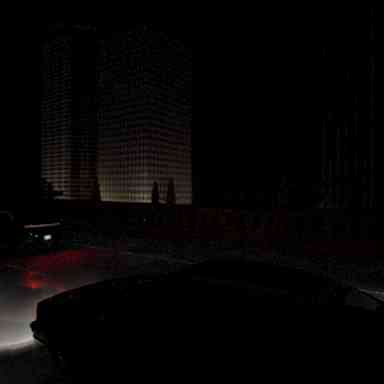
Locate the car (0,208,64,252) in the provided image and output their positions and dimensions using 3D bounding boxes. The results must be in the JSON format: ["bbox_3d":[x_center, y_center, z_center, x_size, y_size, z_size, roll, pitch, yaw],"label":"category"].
[{"bbox_3d":[-7.187,1.405,13.418,4.902,1.511,2.128,0,0,36],"label":"car"}]

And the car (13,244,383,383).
[{"bbox_3d":[0.412,1.536,3.699,5.357,1.411,2.033,0,0,35],"label":"car"}]
